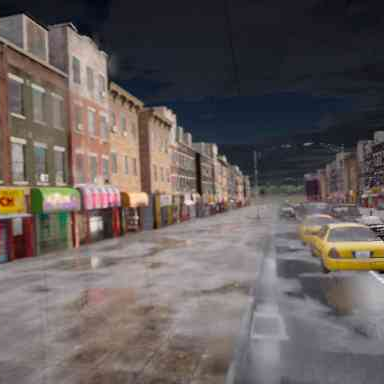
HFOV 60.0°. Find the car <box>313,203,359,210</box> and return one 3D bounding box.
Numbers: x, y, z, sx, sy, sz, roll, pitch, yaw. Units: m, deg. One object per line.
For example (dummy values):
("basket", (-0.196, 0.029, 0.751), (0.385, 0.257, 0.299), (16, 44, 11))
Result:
("car", (9.329, 1.673, 21.055), (2.192, 1.841, 5.009), (-4, -2, 14))

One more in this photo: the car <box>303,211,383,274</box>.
("car", (5.052, 1.660, 11.150), (1.801, 1.575, 5.366), (-3, -2, 14))

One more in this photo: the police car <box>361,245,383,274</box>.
("police car", (2.557, 1.407, 1.370), (1.930, 1.638, 5.238), (-3, -2, 12))

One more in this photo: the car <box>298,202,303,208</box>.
("car", (14.621, 2.170, 42.537), (2.192, 1.841, 5.009), (-4, -2, 14))

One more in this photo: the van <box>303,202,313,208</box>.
("van", (11.977, 1.948, 31.795), (1.690, 1.788, 3.998), (-4, -2, 14))

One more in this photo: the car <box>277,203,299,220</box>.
("car", (10.804, 2.381, 37.845), (1.812, 1.442, 4.674), (-3, -2, 14))

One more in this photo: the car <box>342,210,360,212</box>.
("car", (8.020, 1.784, 15.676), (2.008, 1.369, 4.403), (-4, -2, 14))

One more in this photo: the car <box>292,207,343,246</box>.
("car", (6.378, 1.800, 16.999), (1.801, 1.575, 5.366), (-3, -2, 14))

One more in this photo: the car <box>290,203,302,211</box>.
("car", (19.931, 2.935, 64.008), (1.802, 1.307, 4.206), (-4, -2, 14))
